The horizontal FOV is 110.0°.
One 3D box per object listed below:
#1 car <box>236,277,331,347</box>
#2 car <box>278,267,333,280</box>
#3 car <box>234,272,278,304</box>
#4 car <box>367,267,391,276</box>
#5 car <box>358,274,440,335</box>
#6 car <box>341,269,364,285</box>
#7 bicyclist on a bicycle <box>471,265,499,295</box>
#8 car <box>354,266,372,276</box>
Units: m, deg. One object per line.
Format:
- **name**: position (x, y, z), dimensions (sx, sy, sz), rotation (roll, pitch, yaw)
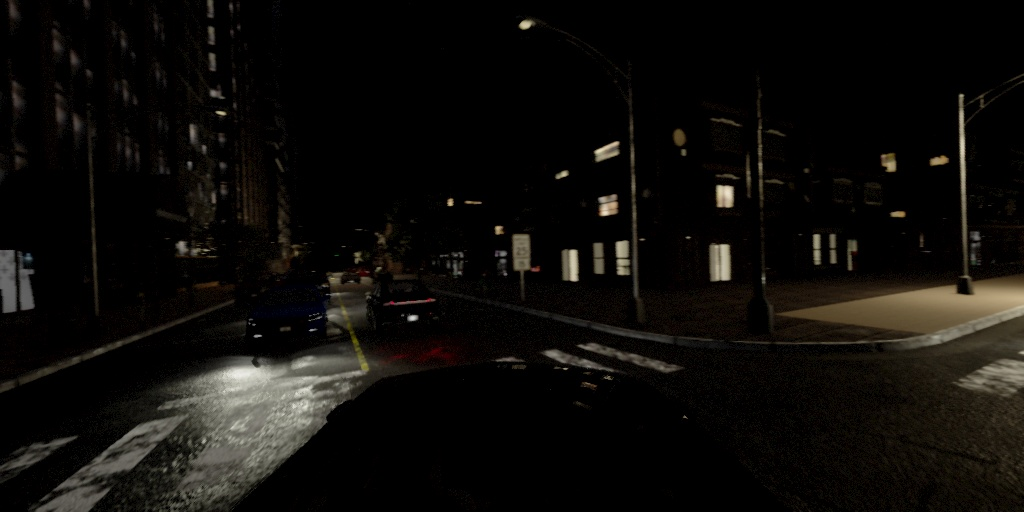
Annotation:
- **car**: position (-6.953, 1.671, 11.470), dimensions (1.882, 1.535, 5.008), rotation (-2, 0, -26)
- **car**: position (-11.573, 1.666, 20.467), dimensions (2.150, 2.045, 5.566), rotation (-2, 0, -27)
- **car**: position (-15.382, 1.925, 22.068), dimensions (2.192, 1.841, 5.009), rotation (0, 0, -27)
- **car**: position (-12.873, 2.159, 35.780), dimensions (2.007, 1.370, 4.403), rotation (0, 0, -27)
- **car**: position (-3.812, 1.563, 12.121), dimensions (2.128, 1.511, 4.902), rotation (-2, 0, -26)
- **car**: position (-17.776, 2.433, 39.492), dimensions (1.895, 1.301, 4.718), rotation (-2, 0, -27)
- **bicyclist on a bicycle**: position (-1.503, 1.336, 19.952), dimensions (1.656, 1.620, 0.582), rotation (-2, 0, -27)
- **car**: position (-20.794, 2.353, 51.198), dimensions (2.192, 1.841, 5.009), rotation (0, 0, -27)
